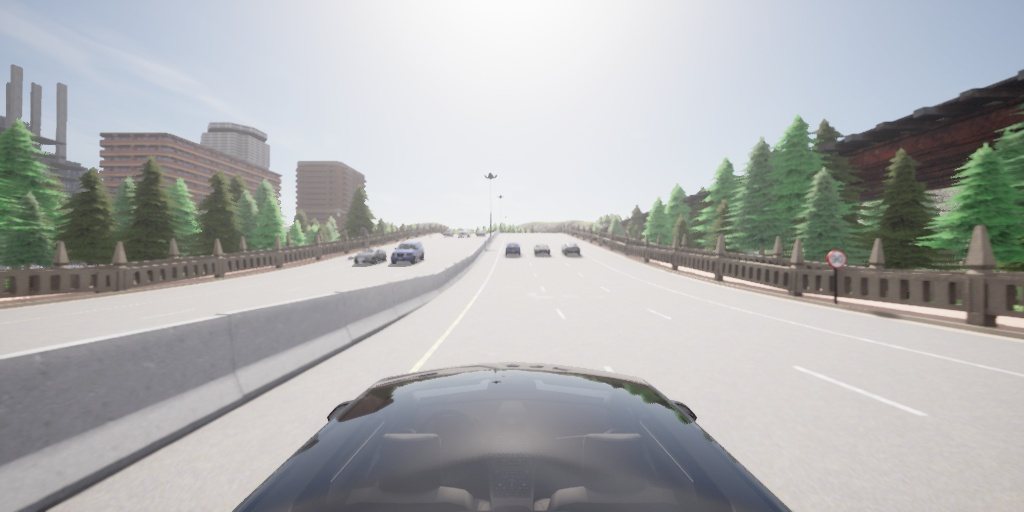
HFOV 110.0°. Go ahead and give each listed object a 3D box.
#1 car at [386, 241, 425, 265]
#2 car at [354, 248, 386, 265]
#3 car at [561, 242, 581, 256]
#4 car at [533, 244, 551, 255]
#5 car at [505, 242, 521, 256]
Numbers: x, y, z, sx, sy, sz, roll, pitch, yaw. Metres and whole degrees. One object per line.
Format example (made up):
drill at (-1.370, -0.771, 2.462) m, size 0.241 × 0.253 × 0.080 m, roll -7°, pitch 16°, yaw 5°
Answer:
car at (-10.433, -0.372, 36.290) m, size 2.150 × 2.045 × 5.566 m, roll 0°, pitch 6°, yaw 1°
car at (-13.948, -0.024, 35.548) m, size 2.128 × 1.511 × 4.902 m, roll 0°, pitch 6°, yaw 1°
car at (7.130, -0.951, 43.643) m, size 2.128 × 1.511 × 4.902 m, roll 0°, pitch 7°, yaw 0°
car at (3.632, -0.860, 43.824) m, size 1.895 × 1.301 × 4.718 m, roll 0°, pitch 7°, yaw 0°
car at (0.132, -0.984, 43.837) m, size 1.882 × 1.535 × 5.008 m, roll 0°, pitch 7°, yaw 0°
